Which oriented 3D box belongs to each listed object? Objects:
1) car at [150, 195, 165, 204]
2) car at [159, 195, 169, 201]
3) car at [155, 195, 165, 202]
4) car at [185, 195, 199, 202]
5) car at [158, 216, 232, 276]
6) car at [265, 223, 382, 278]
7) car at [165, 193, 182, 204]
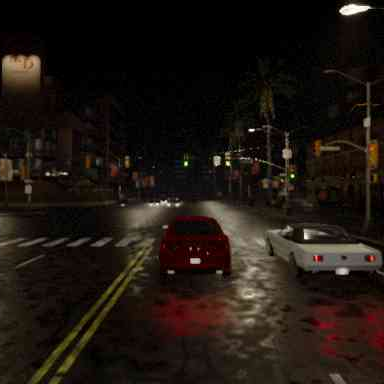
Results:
[{"bbox_3d":[-7.065,1.538,64.825,2.033,1.411,5.357,0,0,0],"label":"car"},{"bbox_3d":[-7.087,1.513,84.436,2.128,1.511,4.902,0,0,0],"label":"car"},{"bbox_3d":[-7.075,1.514,74.320,1.812,1.442,4.674,0,0,0],"label":"car"},{"bbox_3d":[-0.074,1.542,73.823,1.994,1.385,4.181,0,0,0],"label":"car"},{"bbox_3d":[0.079,1.476,10.327,1.882,1.535,5.008,0,0,0],"label":"car"},{"bbox_3d":[3.583,1.599,10.126,1.895,1.301,4.718,0,0,0],"label":"car"},{"bbox_3d":[-3.565,1.343,64.533,2.097,1.767,4.553,0,0,0],"label":"car"}]
